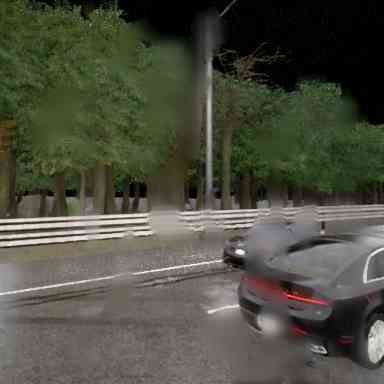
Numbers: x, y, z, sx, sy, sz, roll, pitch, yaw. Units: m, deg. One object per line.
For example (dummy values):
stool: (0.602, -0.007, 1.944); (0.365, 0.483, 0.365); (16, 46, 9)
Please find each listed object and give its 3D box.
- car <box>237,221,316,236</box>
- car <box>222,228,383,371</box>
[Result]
car: (2.927, 1.566, 9.944); (4.181, 1.385, 1.994); (0, 0, -34)
car: (2.974, 1.504, 5.738); (4.892, 1.490, 1.837); (1, 0, -35)
